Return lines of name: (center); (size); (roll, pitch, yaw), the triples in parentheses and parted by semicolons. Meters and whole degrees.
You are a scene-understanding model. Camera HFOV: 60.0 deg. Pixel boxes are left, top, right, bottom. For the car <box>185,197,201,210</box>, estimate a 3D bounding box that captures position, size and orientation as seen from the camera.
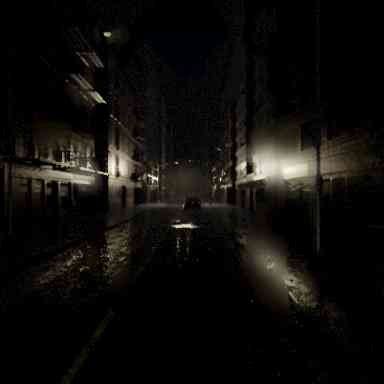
car: (0.095, 1.460, 44.389); (2.097, 1.767, 4.553); (0, 0, 0)
